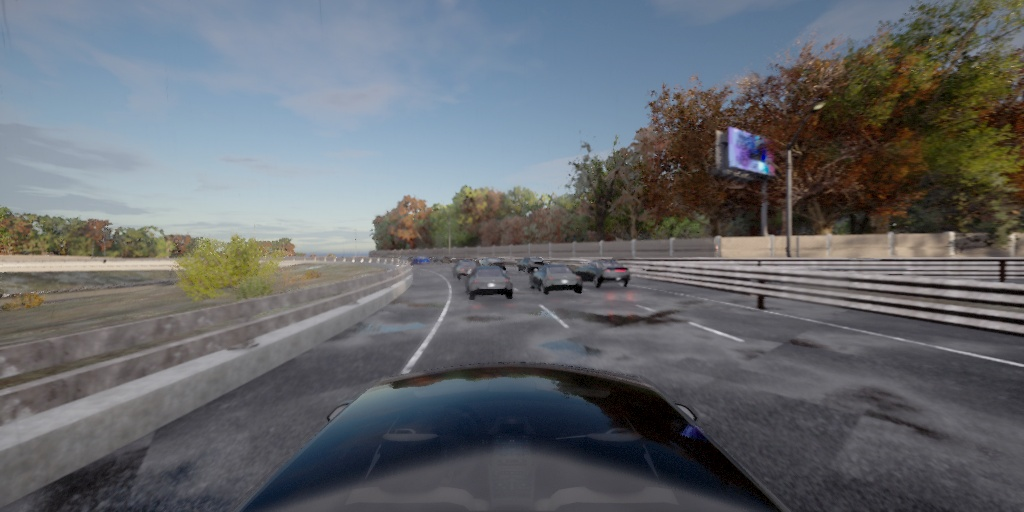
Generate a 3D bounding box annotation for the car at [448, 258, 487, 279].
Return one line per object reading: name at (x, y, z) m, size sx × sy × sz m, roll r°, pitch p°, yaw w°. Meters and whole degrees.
car at (-3.694, 1.051, 28.915) m, size 2.033 × 1.411 × 5.357 m, roll -1°, pitch 1°, yaw -15°

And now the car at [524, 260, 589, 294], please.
car at (2.137, 1.118, 18.537) m, size 1.994 × 1.385 × 4.181 m, roll -1°, pitch 1°, yaw -9°

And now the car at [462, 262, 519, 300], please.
car at (-1.158, 1.166, 16.979) m, size 1.994 × 1.385 × 4.181 m, roll -1°, pitch 1°, yaw -9°

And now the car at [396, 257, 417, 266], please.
car at (-18.342, 0.823, 60.908) m, size 1.837 × 1.490 × 4.892 m, roll 0°, pitch 1°, yaw -34°

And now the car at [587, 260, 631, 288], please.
car at (5.245, 0.984, 21.392) m, size 2.128 × 1.511 × 4.902 m, roll -1°, pitch 1°, yaw -10°

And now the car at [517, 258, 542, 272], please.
car at (1.802, 0.893, 34.892) m, size 1.837 × 1.490 × 4.892 m, roll -1°, pitch 1°, yaw -17°

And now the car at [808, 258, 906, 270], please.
car at (21.554, 0.843, 22.573) m, size 4.674 × 1.442 × 1.812 m, roll 0°, pitch 1°, yaw 23°

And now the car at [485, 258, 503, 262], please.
car at (-2.102, 0.894, 35.679) m, size 1.882 × 1.535 × 5.008 m, roll -1°, pitch 1°, yaw -17°
